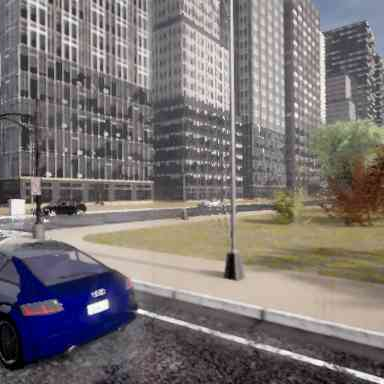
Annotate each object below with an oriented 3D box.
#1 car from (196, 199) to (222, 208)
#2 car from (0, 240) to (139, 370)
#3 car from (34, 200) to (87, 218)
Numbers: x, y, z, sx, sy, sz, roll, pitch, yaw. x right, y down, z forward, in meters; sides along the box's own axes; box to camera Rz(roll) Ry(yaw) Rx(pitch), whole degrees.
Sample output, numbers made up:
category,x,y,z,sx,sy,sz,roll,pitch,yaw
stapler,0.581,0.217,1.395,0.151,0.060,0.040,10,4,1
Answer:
category,x,y,z,sx,sy,sz,roll,pitch,yaw
car,2.675,1.695,51.043,1.895,1.301,4.718,-1,-1,37
car,-2.926,1.558,5.770,4.181,1.385,1.994,0,0,36
car,-12.275,1.570,31.280,1.837,1.490,4.892,-1,-1,37
